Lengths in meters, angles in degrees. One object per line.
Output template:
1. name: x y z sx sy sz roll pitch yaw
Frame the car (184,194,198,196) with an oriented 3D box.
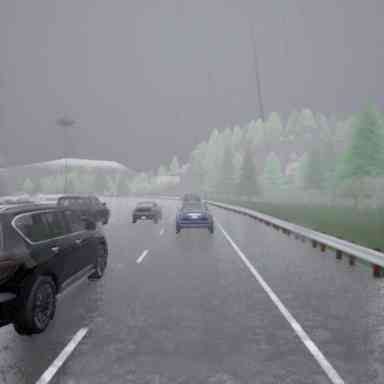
1. car: -0.160 1.224 40.400 2.150 2.045 5.566 0 0 -3

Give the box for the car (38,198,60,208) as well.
1. car: -22.360 1.690 52.334 1.895 1.301 4.718 0 0 -6

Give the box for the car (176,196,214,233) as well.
1. car: 0.153 1.352 19.956 2.097 1.767 4.553 0 0 0

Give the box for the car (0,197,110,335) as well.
1. car: -3.412 1.235 6.860 2.150 2.045 5.566 0 0 0

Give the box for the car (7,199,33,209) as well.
1. car: -25.609 1.702 49.666 1.895 1.301 4.718 0 0 -6

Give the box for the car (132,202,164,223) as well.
1. car: -3.326 1.519 25.340 1.837 1.490 4.892 0 0 0

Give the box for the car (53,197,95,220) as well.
1. car: -10.343 1.393 29.509 2.097 1.767 4.553 0 0 0
